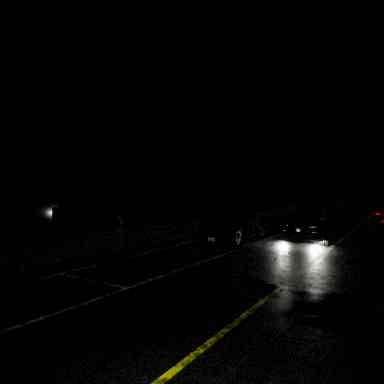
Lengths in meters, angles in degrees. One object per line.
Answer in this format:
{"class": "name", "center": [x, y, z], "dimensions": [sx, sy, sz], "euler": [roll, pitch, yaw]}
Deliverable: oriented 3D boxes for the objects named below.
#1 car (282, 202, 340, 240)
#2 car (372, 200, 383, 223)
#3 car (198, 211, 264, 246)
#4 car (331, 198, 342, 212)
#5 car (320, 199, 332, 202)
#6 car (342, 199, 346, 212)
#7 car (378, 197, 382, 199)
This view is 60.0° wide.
{"class": "car", "center": [6.141, 1.505, 17.234], "dimensions": [1.837, 1.490, 4.892], "euler": [0, 0, 32]}
{"class": "car", "center": [14.567, 1.548, 24.570], "dimensions": [2.033, 1.411, 5.357], "euler": [0, 0, 32]}
{"class": "car", "center": [1.965, 1.566, 15.436], "dimensions": [1.947, 1.339, 4.313], "euler": [0, 0, 32]}
{"class": "car", "center": [13.781, 1.567, 34.112], "dimensions": [1.947, 1.339, 4.313], "euler": [0, 0, 32]}
{"class": "car", "center": [10.827, 1.583, 29.443], "dimensions": [1.802, 1.307, 4.206], "euler": [0, 0, 32]}
{"class": "car", "center": [16.735, 1.442, 38.781], "dimensions": [1.967, 1.590, 4.097], "euler": [0, 0, 32]}
{"class": "car", "center": [20.105, 1.527, 33.506], "dimensions": [1.812, 1.442, 4.674], "euler": [0, 0, 32]}
